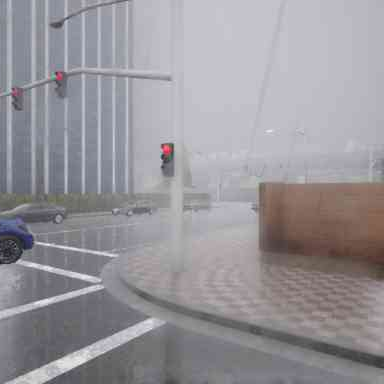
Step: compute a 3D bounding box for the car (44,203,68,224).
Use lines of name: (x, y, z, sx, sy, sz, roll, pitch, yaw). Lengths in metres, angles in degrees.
car: (-10.967, 1.505, 22.907, 1.837, 1.490, 4.892, 0, 0, 35)

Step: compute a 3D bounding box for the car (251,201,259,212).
car: (8.656, 1.547, 38.099, 2.033, 1.411, 5.357, 0, 0, 35)

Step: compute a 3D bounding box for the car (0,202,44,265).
car: (-7.476, 1.221, 9.346, 2.150, 2.045, 5.566, 0, 0, 35)

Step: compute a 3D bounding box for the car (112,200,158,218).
car: (-5.258, 1.491, 30.936, 2.128, 1.511, 4.902, 0, 0, 35)

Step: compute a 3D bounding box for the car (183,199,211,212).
car: (0.519, 1.564, 39.040, 1.994, 1.385, 4.181, 0, 0, 35)
